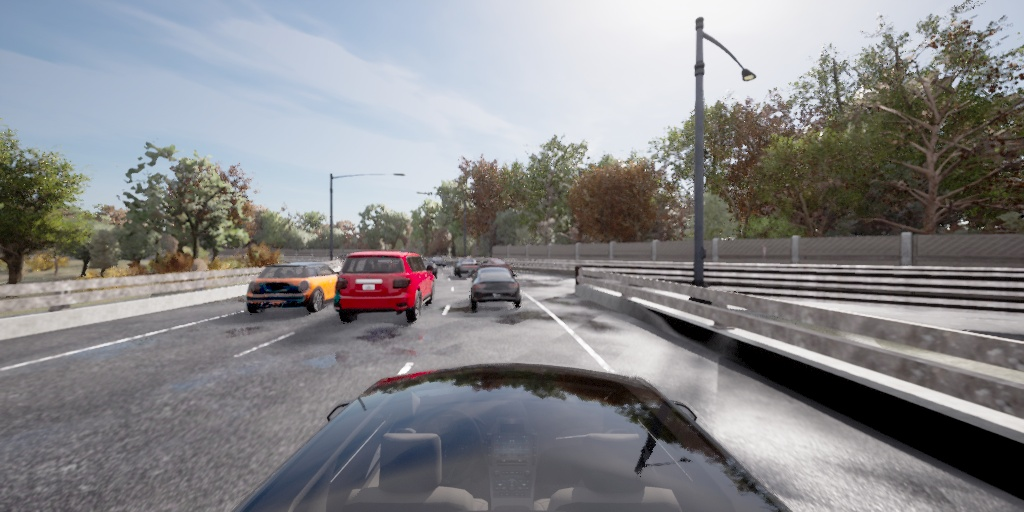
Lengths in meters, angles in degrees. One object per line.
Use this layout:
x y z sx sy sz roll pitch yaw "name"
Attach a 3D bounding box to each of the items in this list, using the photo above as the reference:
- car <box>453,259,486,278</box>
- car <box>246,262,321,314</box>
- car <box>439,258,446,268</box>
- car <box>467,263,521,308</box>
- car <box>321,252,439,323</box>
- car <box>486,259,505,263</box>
-3.964 0.999 30.831 2.128 1.511 4.902 0 0 -15 "car"
-7.720 1.008 13.516 2.097 1.767 4.553 0 1 -7 "car"
-10.562 0.903 49.230 2.033 1.411 5.357 0 1 -26 "car"
-0.775 1.169 14.504 1.812 1.442 4.674 0 0 -7 "car"
-3.971 0.887 12.010 2.150 2.045 5.566 0 0 -5 "car"
-1.776 1.017 32.502 1.812 1.442 4.674 -1 1 -33 "car"
